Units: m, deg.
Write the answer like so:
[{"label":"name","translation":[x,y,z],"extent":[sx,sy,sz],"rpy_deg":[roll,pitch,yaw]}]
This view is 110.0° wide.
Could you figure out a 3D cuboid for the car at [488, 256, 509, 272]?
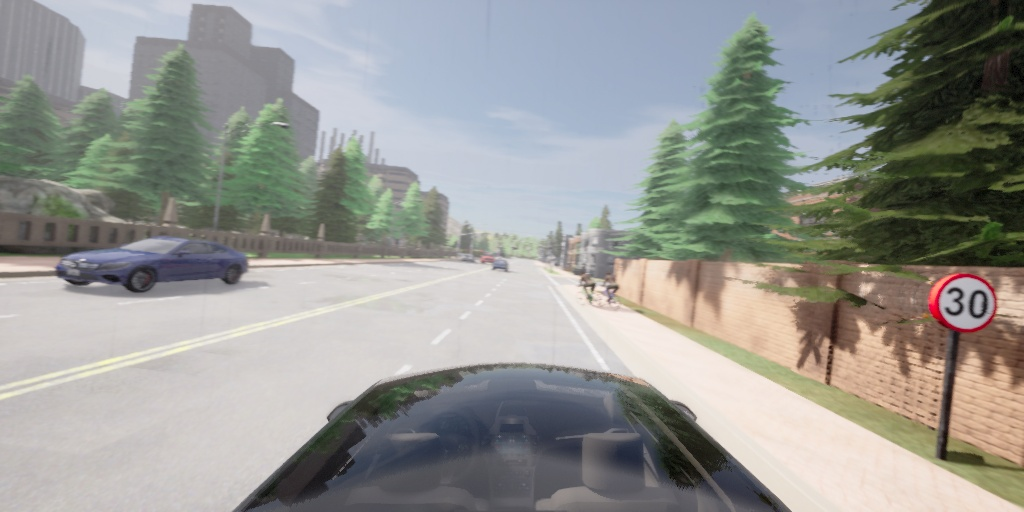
[{"label":"car","translation":[-1.385,1.134,45.231],"extent":[2.033,1.411,5.357],"rpy_deg":[6,0,3]}]

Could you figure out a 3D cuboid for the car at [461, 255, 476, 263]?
[{"label":"car","translation":[-7.631,0.491,62.963],"extent":[1.895,1.301,4.718],"rpy_deg":[6,0,3]}]

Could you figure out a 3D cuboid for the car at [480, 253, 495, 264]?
[{"label":"car","translation":[-4.116,0.499,62.763],"extent":[2.150,2.045,5.566],"rpy_deg":[6,0,3]}]

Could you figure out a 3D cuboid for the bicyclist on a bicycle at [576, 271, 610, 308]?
[{"label":"bicyclist on a bicycle","translation":[3.267,1.453,15.675],"extent":[0.582,1.620,1.656],"rpy_deg":[-9,2,-27]}]

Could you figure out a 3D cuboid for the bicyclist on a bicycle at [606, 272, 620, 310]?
[{"label":"bicyclist on a bicycle","translation":[4.290,1.521,15.830],"extent":[0.582,1.620,1.656],"rpy_deg":[6,1,-20]}]

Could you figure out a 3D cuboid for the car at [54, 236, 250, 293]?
[{"label":"car","translation":[-10.188,0.142,10.773],"extent":[1.812,1.442,4.674],"rpy_deg":[6,0,3]}]
